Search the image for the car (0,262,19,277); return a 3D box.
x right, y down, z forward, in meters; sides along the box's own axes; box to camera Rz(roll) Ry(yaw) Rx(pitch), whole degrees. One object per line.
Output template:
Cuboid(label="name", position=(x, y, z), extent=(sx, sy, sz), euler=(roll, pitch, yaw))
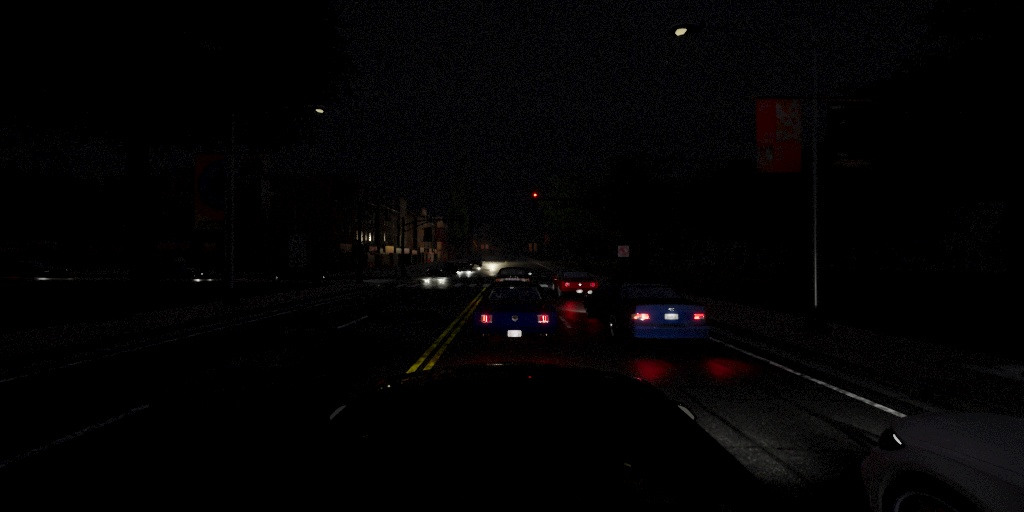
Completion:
Cuboid(label="car", position=(-49.238, 1.240, 33.184), extent=(4.718, 1.301, 1.895), euler=(0, 0, 1))

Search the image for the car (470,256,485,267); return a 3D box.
Cuboid(label="car", position=(-6.575, 0.936, 64.382), extent=(2.150, 2.045, 5.566), euler=(0, 0, 0))

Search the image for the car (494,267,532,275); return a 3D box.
Cuboid(label="car", position=(0.047, 1.313, 19.194), extent=(1.882, 1.535, 5.008), euler=(0, 0, 0))

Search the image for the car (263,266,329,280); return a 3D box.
Cuboid(label="car", position=(-18.094, 1.449, 30.270), extent=(4.718, 1.301, 1.895), euler=(1, 0, 0))

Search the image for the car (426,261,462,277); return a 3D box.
Cuboid(label="car", position=(-7.377, 1.363, 38.263), extent=(1.882, 1.535, 5.008), euler=(1, 0, 11))

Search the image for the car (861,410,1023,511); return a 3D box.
Cuboid(label="car", position=(3.344, 1.275, 0.503), extent=(1.812, 1.442, 4.674), euler=(0, 0, 0))

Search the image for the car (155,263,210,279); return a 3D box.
Cuboid(label="car", position=(-28.161, 1.318, 30.267), extent=(4.181, 1.385, 1.994), euler=(0, 0, 0))

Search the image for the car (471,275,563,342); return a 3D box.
Cuboid(label="car", position=(0.079, 1.374, 9.854), extent=(1.895, 1.301, 4.718), euler=(0, 0, 0))

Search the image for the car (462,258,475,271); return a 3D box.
Cuboid(label="car", position=(-6.630, 1.393, 50.444), extent=(1.994, 1.385, 4.181), euler=(0, 1, -3))

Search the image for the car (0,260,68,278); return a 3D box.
Cuboid(label="car", position=(-40.683, 1.140, 30.292), extent=(5.008, 1.535, 1.882), euler=(1, 0, 0))

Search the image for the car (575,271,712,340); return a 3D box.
Cuboid(label="car", position=(3.329, 1.321, 9.979), extent=(2.033, 1.411, 5.357), euler=(0, 0, 0))

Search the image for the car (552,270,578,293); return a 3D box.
Cuboid(label="car", position=(3.298, 1.439, 19.622), extent=(1.895, 1.301, 4.718), euler=(0, 0, 0))
